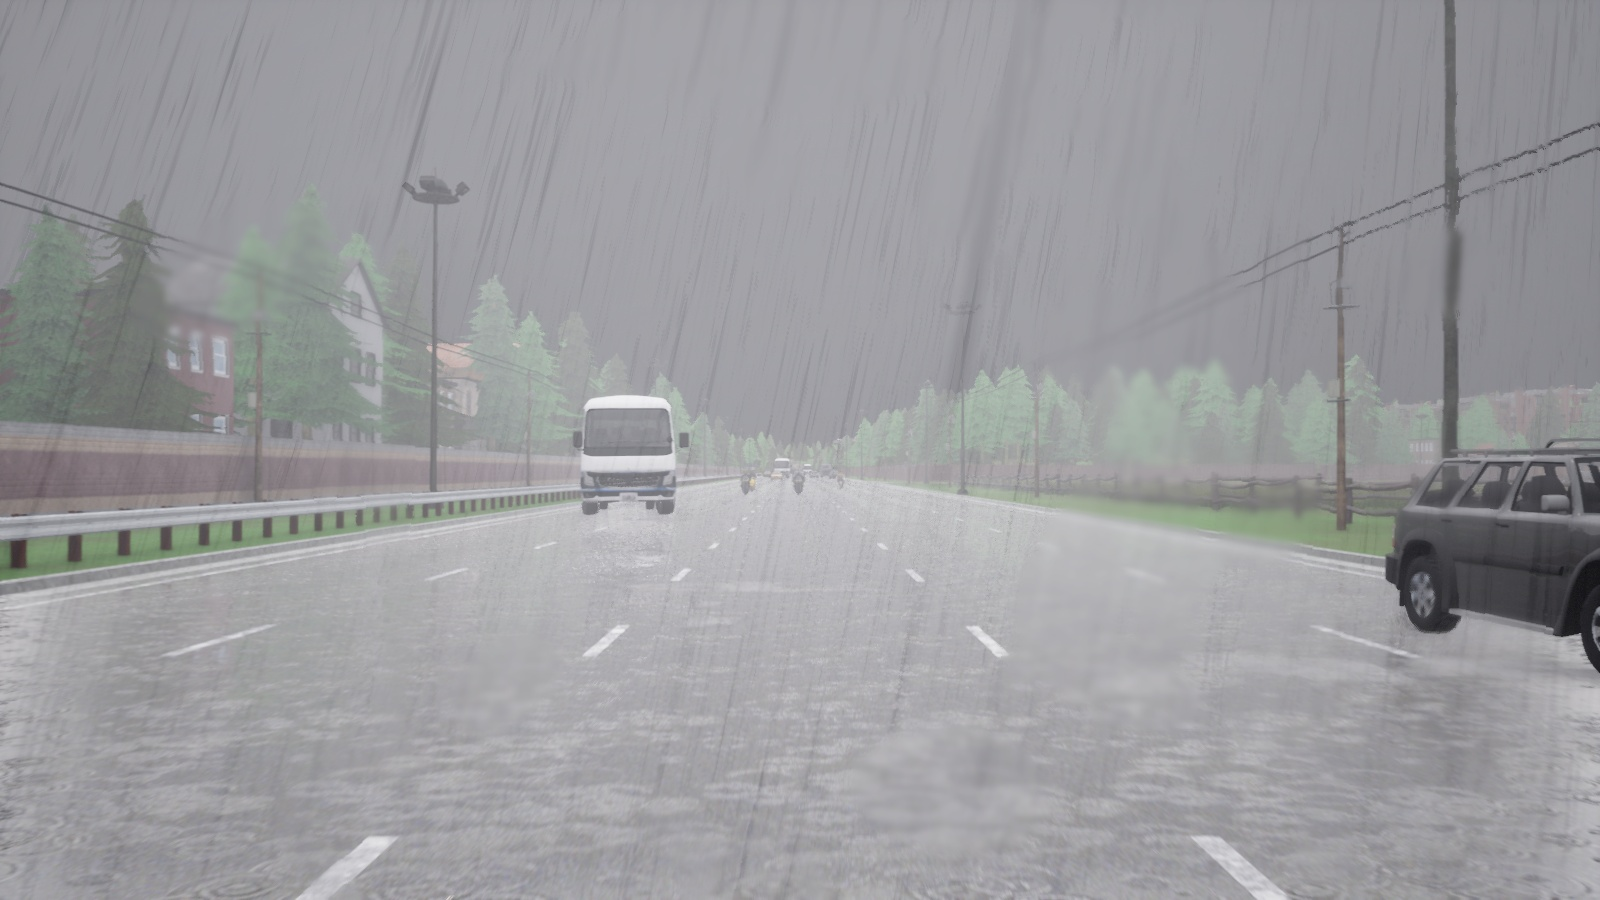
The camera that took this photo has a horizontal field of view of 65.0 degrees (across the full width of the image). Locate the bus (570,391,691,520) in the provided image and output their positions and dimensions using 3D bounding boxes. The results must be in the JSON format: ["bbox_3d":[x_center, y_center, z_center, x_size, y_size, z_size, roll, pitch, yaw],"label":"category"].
[{"bbox_3d":[-6.427,0.251,47.066,3.944,4.253,10.273,-1,-1,-9],"label":"bus"}]

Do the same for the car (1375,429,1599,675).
[{"bbox_3d":[6.993,0.786,10.834,1.932,1.855,4.605,0,-1,0],"label":"car"}]
